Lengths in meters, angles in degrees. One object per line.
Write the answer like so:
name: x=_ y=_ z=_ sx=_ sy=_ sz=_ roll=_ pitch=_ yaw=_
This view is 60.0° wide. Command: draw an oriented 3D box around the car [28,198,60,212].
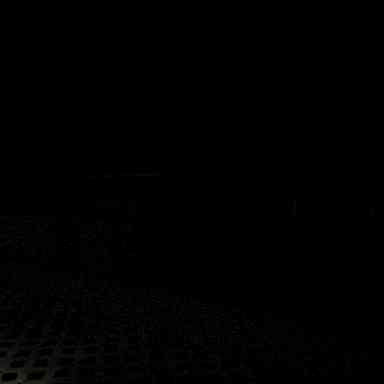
car: x=-15.702 y=1.431 z=34.216 sx=1.994 sy=1.385 sz=4.181 roll=1 pitch=0 yaw=4

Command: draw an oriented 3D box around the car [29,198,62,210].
car: x=-18.250 y=1.451 z=41.739 sx=1.895 sy=1.301 sz=4.718 roll=1 pitch=0 yaw=2
